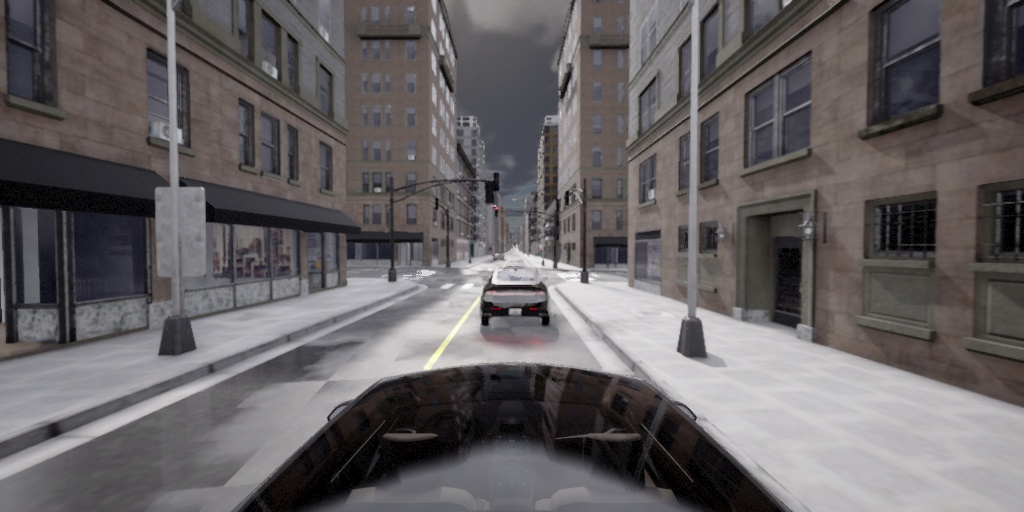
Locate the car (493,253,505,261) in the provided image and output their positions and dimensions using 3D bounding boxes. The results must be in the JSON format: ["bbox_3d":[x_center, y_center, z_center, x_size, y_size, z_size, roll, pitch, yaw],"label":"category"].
[{"bbox_3d":[-2.306,0.217,63.890,1.994,1.385,4.181,0,1,1],"label":"car"}]

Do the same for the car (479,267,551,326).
[{"bbox_3d":[0.106,1.067,10.909,2.128,1.511,4.902,0,1,1],"label":"car"}]
